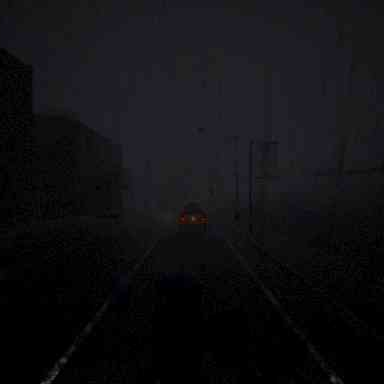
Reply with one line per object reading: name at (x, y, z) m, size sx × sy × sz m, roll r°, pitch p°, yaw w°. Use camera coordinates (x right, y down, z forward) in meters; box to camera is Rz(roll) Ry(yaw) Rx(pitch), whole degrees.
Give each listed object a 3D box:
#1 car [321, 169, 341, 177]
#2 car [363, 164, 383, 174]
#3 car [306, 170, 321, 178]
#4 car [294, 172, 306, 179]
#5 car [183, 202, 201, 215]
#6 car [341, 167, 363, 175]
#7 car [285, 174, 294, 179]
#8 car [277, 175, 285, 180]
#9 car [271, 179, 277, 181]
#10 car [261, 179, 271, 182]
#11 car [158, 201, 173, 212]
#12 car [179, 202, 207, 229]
car at (23.527, -2.983, 53.702) m, size 2.163 × 1.488 × 4.792 m, roll 0°, pitch 0°, yaw -6°
car at (25.035, -2.922, 42.866) m, size 2.231 × 1.521 × 4.892 m, roll 0°, pitch 0°, yaw -9°
car at (22.906, -3.184, 59.395) m, size 2.185 × 1.767 × 4.553 m, roll 0°, pitch 0°, yaw -5°
car at (22.437, -3.104, 64.900) m, size 2.097 × 1.535 × 5.008 m, roll 0°, pitch 0°, yaw -4°
car at (0.031, 1.953, 40.415) m, size 2.033 × 1.411 × 5.357 m, roll 0°, pitch -1°, yaw 0°
car at (24.230, -2.928, 48.228) m, size 2.002 × 1.452 × 4.674 m, roll 0°, pitch 0°, yaw -7°
car at (22.084, -3.108, 70.438) m, size 2.002 × 1.452 × 4.674 m, roll 0°, pitch 0°, yaw -3°
car at (21.849, -3.188, 75.980) m, size 2.231 × 1.521 × 4.892 m, roll 0°, pitch 0°, yaw -1°
car at (21.720, -3.210, 81.499) m, size 2.231 × 1.521 × 4.892 m, roll 0°, pitch 0°, yaw -1°
car at (21.480, -3.354, 92.437) m, size 2.185 × 1.767 × 4.553 m, roll 0°, pitch 0°, yaw -1°
car at (-3.592, 1.961, 45.894) m, size 2.128 × 1.511 × 4.902 m, roll 0°, pitch -1°, yaw 0°
car at (0.083, 1.690, 23.293) m, size 1.801 × 1.575 × 5.366 m, roll 0°, pitch -1°, yaw 0°
